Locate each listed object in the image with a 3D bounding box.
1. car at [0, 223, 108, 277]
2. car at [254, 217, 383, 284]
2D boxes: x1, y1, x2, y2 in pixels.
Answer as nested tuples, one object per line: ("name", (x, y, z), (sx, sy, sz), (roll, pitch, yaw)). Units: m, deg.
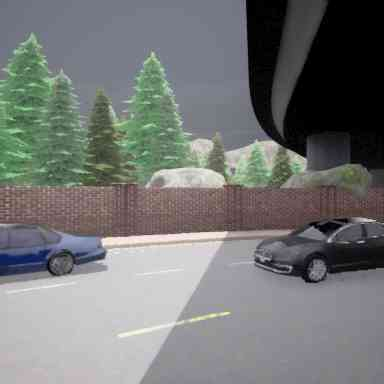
("car", (-5.038, 1.547, 8.791), (5.357, 1.411, 2.033), (0, 0, -34))
("car", (4.122, 1.510, 9.426), (4.892, 1.490, 1.837), (0, -1, -19))
